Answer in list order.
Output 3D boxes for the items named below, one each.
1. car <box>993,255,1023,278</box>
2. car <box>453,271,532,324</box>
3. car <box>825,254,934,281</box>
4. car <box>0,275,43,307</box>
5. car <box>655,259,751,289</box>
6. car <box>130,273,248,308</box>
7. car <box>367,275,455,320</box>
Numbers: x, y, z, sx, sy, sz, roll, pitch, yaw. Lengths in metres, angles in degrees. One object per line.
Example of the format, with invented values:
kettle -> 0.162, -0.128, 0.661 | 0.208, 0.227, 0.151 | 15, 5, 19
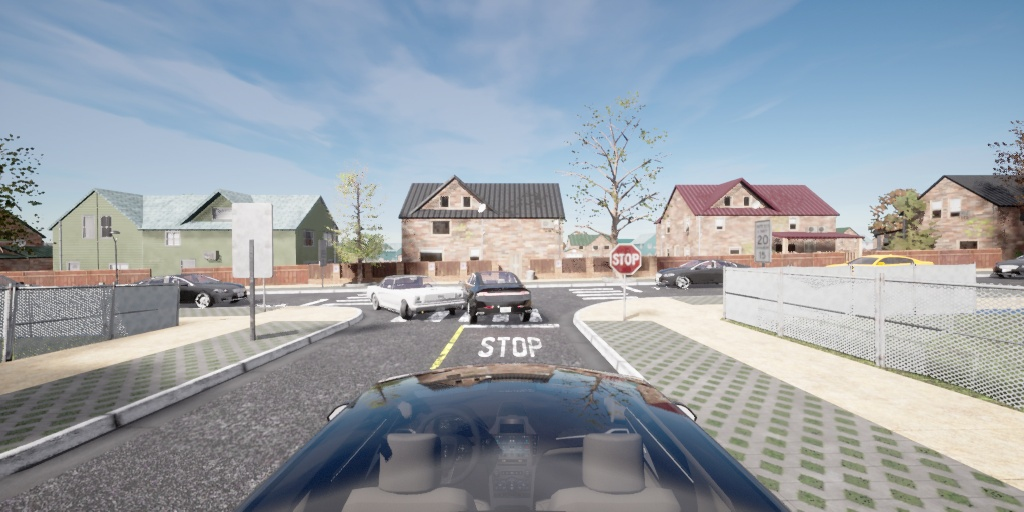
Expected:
car -> 29.396, 0.478, 19.525 | 4.902, 1.511, 2.128 | -1, 1, 0
car -> -0.679, 1.242, 12.060 | 2.128, 1.511, 4.902 | 0, 0, -12
car -> 19.772, 0.690, 19.493 | 5.008, 1.535, 1.882 | -1, 1, 0
car -> -24.231, 1.647, 16.388 | 4.553, 1.767, 2.097 | -1, 1, 0
car -> 10.341, 0.925, 19.462 | 4.902, 1.511, 2.128 | -1, 1, 0
car -> -14.893, 1.566, 16.423 | 4.902, 1.511, 2.128 | -1, 1, 0
car -> -3.596, 1.367, 12.921 | 1.895, 1.301, 4.718 | 0, 0, -38
